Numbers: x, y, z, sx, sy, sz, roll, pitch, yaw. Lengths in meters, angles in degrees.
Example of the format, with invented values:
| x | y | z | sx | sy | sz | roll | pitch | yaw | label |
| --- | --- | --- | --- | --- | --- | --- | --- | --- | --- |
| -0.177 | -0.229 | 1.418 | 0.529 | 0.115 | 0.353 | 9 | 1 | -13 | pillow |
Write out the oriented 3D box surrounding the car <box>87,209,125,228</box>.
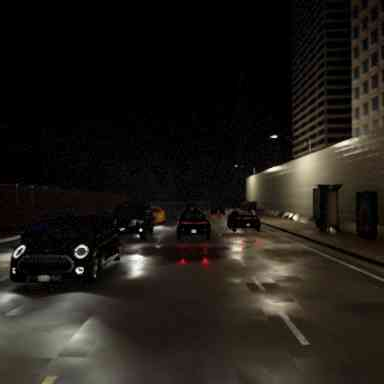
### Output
| x | y | z | sx | sy | sz | roll | pitch | yaw | label |
| --- | --- | --- | --- | --- | --- | --- | --- | --- | --- |
| -7.003 | 2.130 | 27.681 | 1.895 | 1.301 | 4.718 | 0 | -1 | 1 | car |

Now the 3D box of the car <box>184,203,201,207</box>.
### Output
| x | y | z | sx | sy | sz | roll | pitch | yaw | label |
| --- | --- | --- | --- | --- | --- | --- | --- | --- | --- |
| 0.047 | 2.183 | 43.050 | 2.097 | 1.767 | 4.553 | 0 | -1 | 1 | car |

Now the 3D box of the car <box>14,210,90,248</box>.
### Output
| x | y | z | sx | sy | sz | roll | pitch | yaw | label |
| --- | --- | --- | --- | --- | --- | --- | --- | --- | --- |
| -7.081 | 1.809 | 17.522 | 1.882 | 1.535 | 5.008 | 0 | -1 | 0 | car |

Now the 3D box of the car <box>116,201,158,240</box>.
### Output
| x | y | z | sx | sy | sz | roll | pitch | yaw | label |
| --- | --- | --- | --- | --- | --- | --- | --- | --- | --- |
| -3.564 | 1.600 | 19.905 | 2.150 | 2.045 | 5.566 | 0 | -1 | 0 | car |

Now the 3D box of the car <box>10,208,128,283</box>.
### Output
| x | y | z | sx | sy | sz | roll | pitch | yaw | label |
| --- | --- | --- | --- | --- | --- | --- | --- | --- | --- |
| -3.587 | 1.544 | 10.315 | 2.097 | 1.767 | 4.553 | 0 | -1 | 0 | car |

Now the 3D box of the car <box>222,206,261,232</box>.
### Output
| x | y | z | sx | sy | sz | roll | pitch | yaw | label |
| --- | --- | --- | --- | --- | --- | --- | --- | --- | --- |
| 3.597 | 1.946 | 23.668 | 2.128 | 1.511 | 4.902 | 0 | -1 | 0 | car |

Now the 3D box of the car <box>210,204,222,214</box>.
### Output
| x | y | z | sx | sy | sz | roll | pitch | yaw | label |
| --- | --- | --- | --- | --- | --- | --- | --- | --- | --- |
| 3.572 | 2.440 | 47.225 | 1.812 | 1.442 | 4.674 | 0 | -1 | 0 | car |

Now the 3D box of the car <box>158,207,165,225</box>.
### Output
| x | y | z | sx | sy | sz | roll | pitch | yaw | label |
| --- | --- | --- | --- | --- | --- | --- | --- | --- | --- |
| -3.503 | 2.054 | 30.046 | 1.882 | 1.535 | 5.008 | 0 | -1 | 0 | car |

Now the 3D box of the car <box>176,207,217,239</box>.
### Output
| x | y | z | sx | sy | sz | roll | pitch | yaw | label |
| --- | --- | --- | --- | --- | --- | --- | --- | --- | --- |
| 0.098 | 1.866 | 19.604 | 2.128 | 1.511 | 4.902 | 0 | -1 | 0 | car |
